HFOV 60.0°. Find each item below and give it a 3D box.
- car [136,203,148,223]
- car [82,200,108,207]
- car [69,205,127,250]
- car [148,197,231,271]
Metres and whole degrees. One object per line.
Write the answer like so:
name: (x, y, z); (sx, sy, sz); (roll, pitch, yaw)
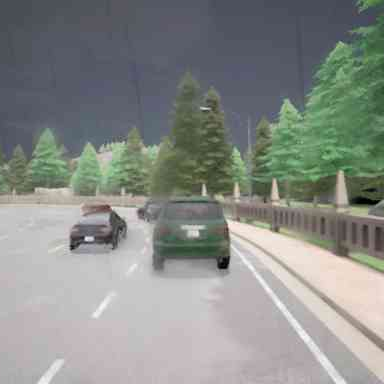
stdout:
car: (-2.977, 1.535, 25.800); (2.033, 1.411, 5.357); (0, 0, -21)
car: (-8.624, 1.463, 29.667); (1.882, 1.535, 5.008); (0, 0, -28)
car: (-3.897, 1.519, 14.277); (1.812, 1.442, 4.674); (0, 0, -5)
car: (-0.136, 1.207, 11.093); (2.150, 2.045, 5.566); (0, -1, -4)
